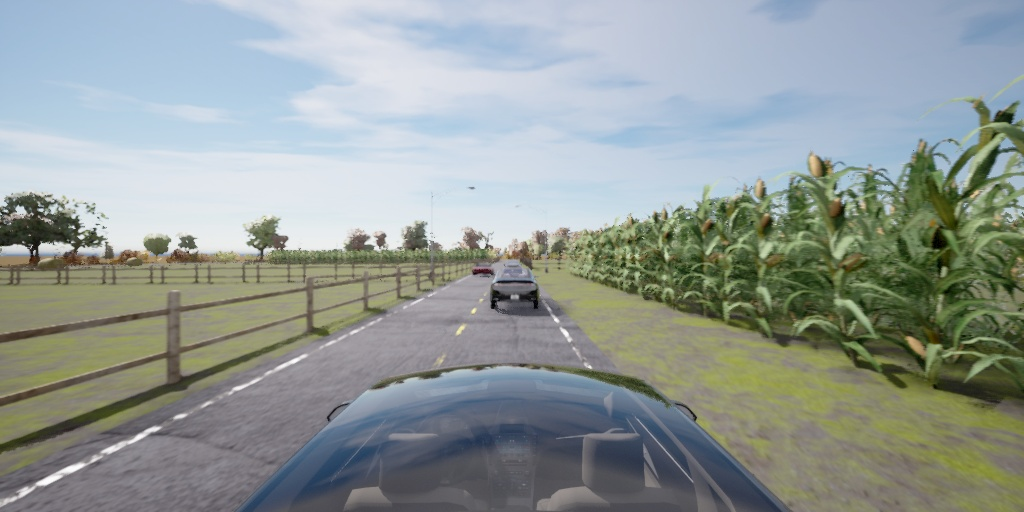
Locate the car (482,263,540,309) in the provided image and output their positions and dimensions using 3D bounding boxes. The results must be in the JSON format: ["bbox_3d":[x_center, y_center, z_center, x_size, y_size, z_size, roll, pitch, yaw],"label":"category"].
[{"bbox_3d":[0.100,1.228,14.967,2.128,1.511,4.902,0,0,0],"label":"car"}]

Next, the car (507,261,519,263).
[{"bbox_3d":[0.106,1.240,36.986,1.812,1.442,4.674,0,0,0],"label":"car"}]

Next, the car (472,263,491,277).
[{"bbox_3d":[-2.746,1.318,34.575,1.895,1.301,4.718,0,0,0],"label":"car"}]
